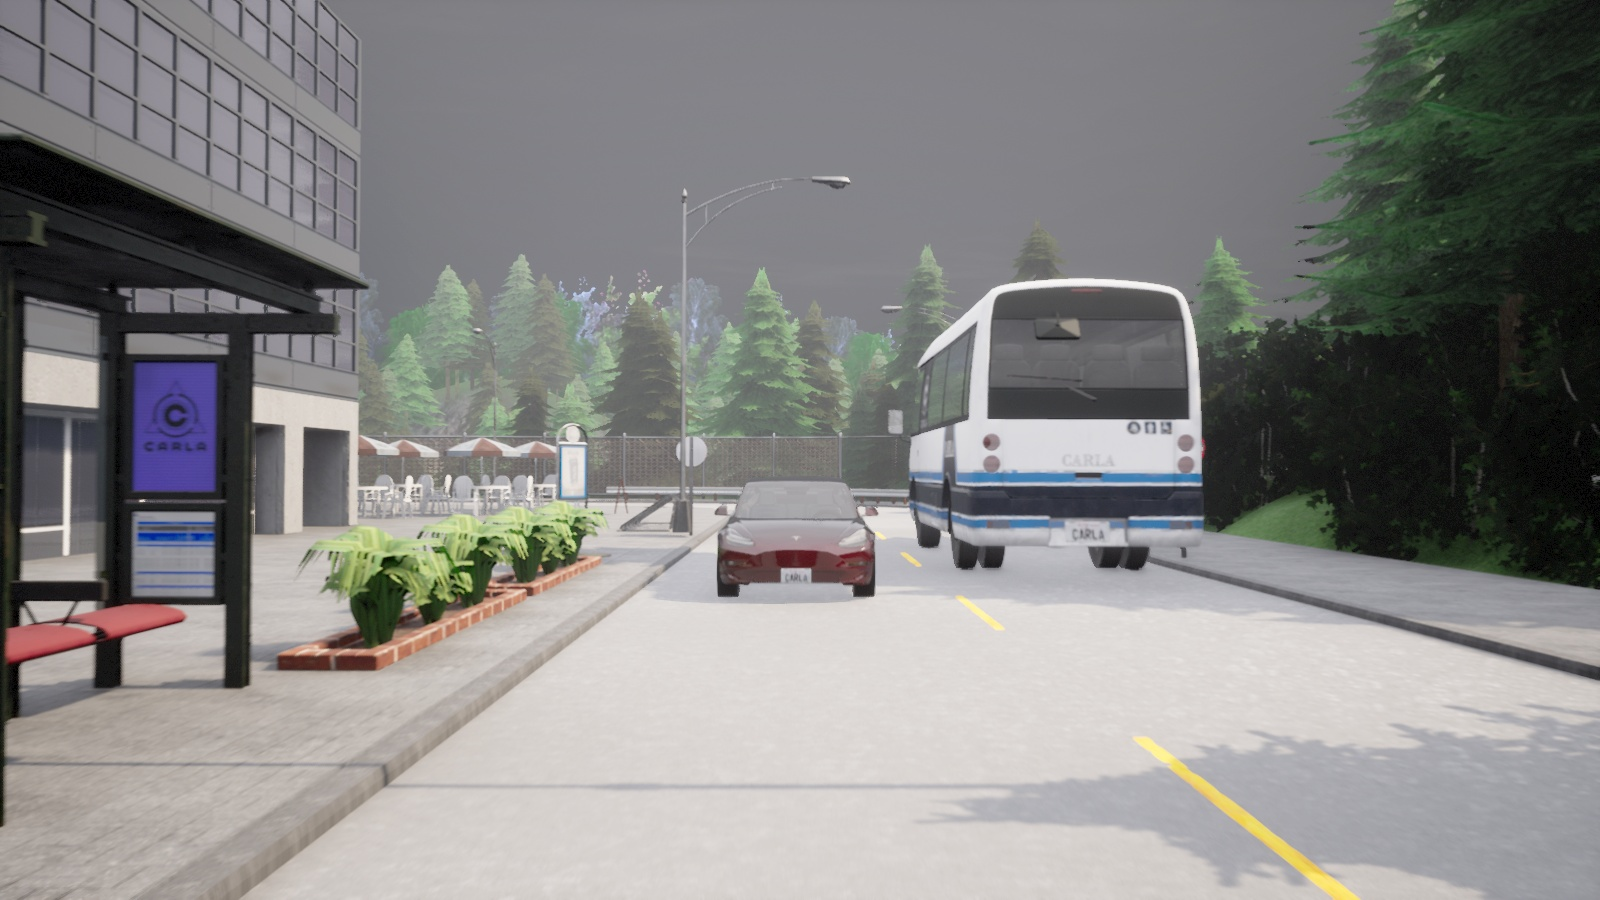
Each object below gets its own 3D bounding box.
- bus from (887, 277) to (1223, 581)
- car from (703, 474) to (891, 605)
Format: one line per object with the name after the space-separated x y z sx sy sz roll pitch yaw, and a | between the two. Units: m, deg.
3.939 -0.212 22.771 3.944 4.253 10.273 0 -1 0 | bus
-0.041 1.086 16.953 2.163 1.488 4.792 0 -1 0 | car
